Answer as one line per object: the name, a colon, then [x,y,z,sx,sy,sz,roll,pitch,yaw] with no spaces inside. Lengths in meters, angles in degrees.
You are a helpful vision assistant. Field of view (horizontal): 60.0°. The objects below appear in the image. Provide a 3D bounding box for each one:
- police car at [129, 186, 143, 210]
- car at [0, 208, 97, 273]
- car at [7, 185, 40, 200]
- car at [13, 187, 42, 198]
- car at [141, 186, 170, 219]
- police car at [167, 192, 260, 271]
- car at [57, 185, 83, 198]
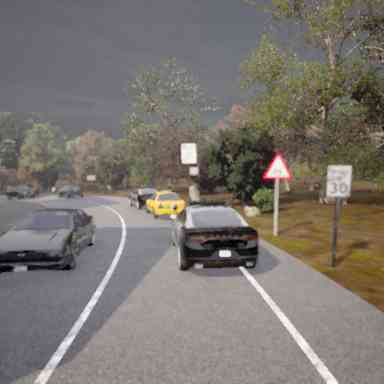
police car: [-3.682,0.366,25.981,1.930,1.638,5.238,-3,3,-21]
car: [-4.073,1.201,9.868,2.033,1.411,5.357,-1,2,-7]
car: [-24.701,0.070,47.967,5.566,2.045,2.150,-1,5,41]
car: [-26.869,0.055,54.132,5.008,1.535,1.882,-1,5,34]
car: [-1.675,0.627,20.129,1.801,1.575,5.366,-2,3,-16]
police car: [0.427,1.034,9.825,1.930,1.638,5.238,-1,3,-7]
car: [-16.556,-0.139,44.826,2.097,1.767,4.553,-7,5,-42]
